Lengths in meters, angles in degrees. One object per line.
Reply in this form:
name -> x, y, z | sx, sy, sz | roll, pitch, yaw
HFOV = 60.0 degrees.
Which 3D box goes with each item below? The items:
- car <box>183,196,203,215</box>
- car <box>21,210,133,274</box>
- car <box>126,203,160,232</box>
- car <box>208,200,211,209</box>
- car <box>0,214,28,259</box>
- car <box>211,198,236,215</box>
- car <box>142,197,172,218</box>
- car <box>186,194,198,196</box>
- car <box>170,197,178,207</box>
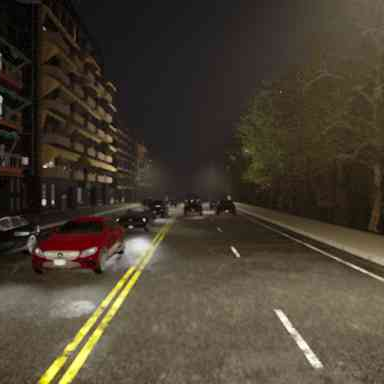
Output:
car -> 0.108, 1.491, 33.317 | 2.128, 1.511, 4.902 | 0, 0, 0
car -> -3.346, 1.525, 10.746 | 1.812, 1.442, 4.674 | 0, 0, 0
car -> -3.336, 1.599, 20.390 | 1.895, 1.301, 4.718 | 0, 0, 0
car -> 3.280, 1.549, 45.129 | 2.033, 1.411, 5.357 | 0, 0, 0
car -> -6.599, 1.491, 10.516 | 2.128, 1.511, 4.902 | 0, 0, 0
car -> 3.265, 1.505, 33.249 | 1.837, 1.490, 4.892 | 0, 0, 0
car -> -3.275, 1.504, 30.558 | 1.837, 1.490, 4.892 | 0, 0, 2
car -> 0.036, 1.226, 45.837 | 2.150, 2.045, 5.566 | 0, 0, 0
car -> -3.238, 1.444, 50.660 | 2.128, 1.511, 4.902 | 0, 0, 0
